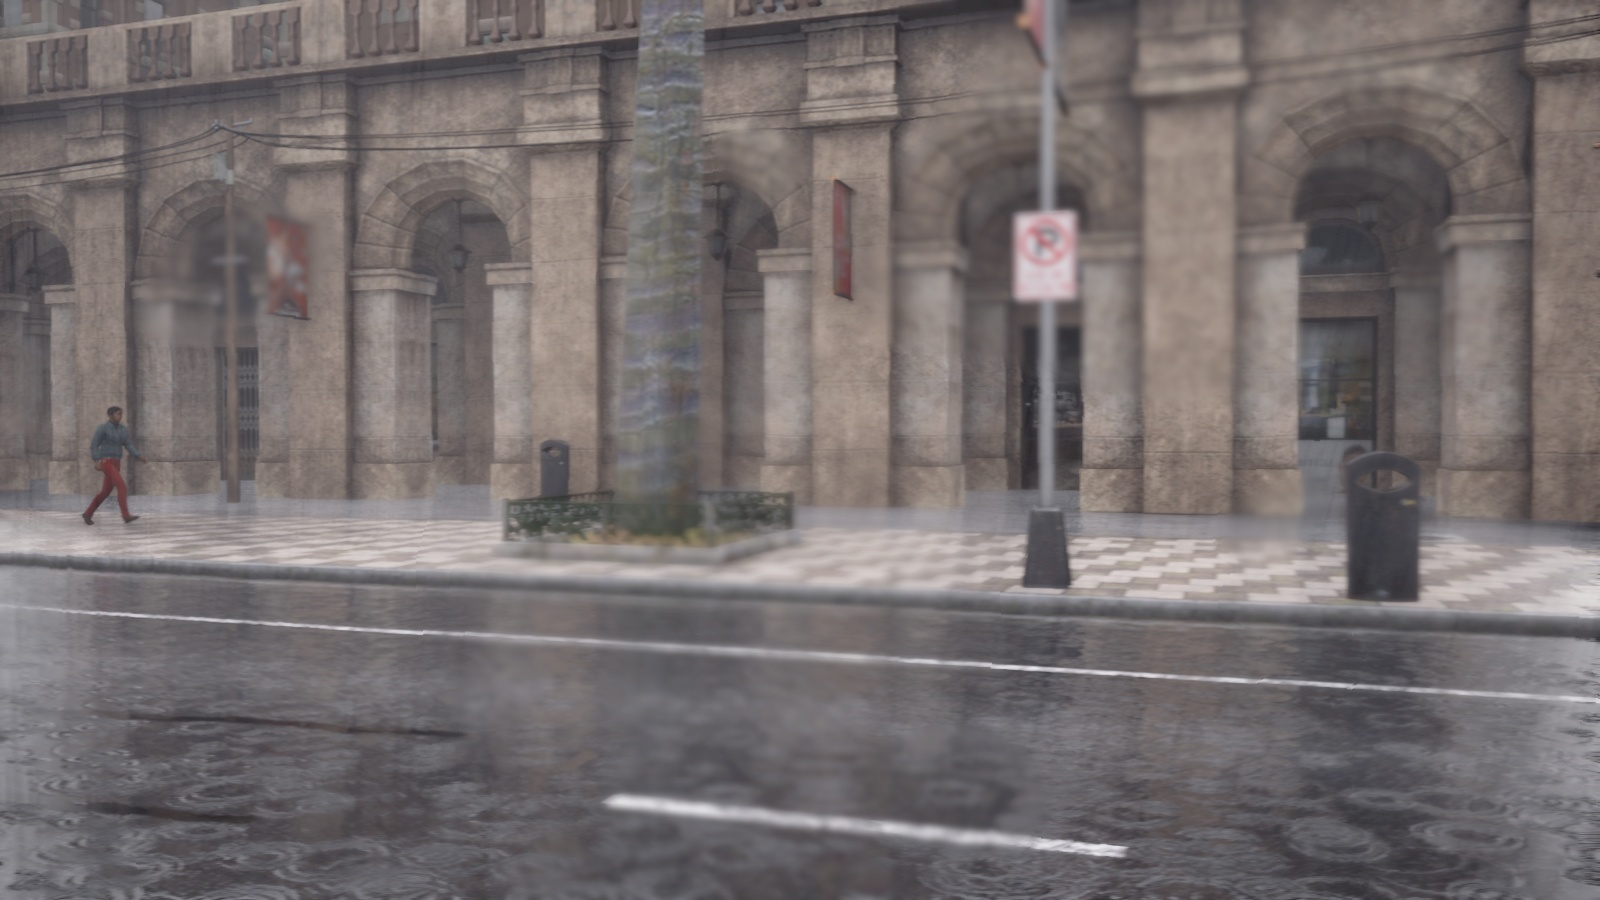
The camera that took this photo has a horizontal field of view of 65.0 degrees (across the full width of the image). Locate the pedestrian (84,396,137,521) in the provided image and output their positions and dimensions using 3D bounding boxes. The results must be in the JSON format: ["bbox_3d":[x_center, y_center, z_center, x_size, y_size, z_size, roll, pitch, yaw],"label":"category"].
[{"bbox_3d":[-10.311,0.116,18.793,0.614,1.847,0.353,1,1,13],"label":"pedestrian"}]
